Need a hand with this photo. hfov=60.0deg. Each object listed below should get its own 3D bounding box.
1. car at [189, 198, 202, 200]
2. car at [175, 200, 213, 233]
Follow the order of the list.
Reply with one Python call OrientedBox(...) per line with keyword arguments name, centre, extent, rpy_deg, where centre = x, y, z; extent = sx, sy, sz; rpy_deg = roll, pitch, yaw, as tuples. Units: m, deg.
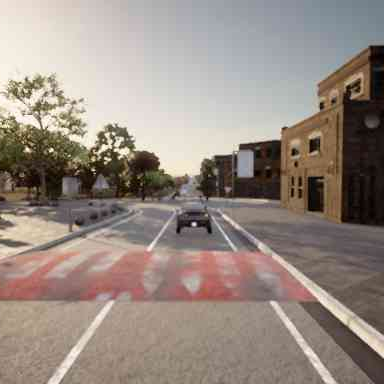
OrientedBox(name="car", centre=(0.367, 1.313, 33.635), extent=(2.033, 1.411, 5.357), rpy_deg=(0, 0, 3))
OrientedBox(name="car", centre=(0.104, 1.381, 18.659), extent=(1.837, 1.490, 4.892), rpy_deg=(0, -1, 0))
